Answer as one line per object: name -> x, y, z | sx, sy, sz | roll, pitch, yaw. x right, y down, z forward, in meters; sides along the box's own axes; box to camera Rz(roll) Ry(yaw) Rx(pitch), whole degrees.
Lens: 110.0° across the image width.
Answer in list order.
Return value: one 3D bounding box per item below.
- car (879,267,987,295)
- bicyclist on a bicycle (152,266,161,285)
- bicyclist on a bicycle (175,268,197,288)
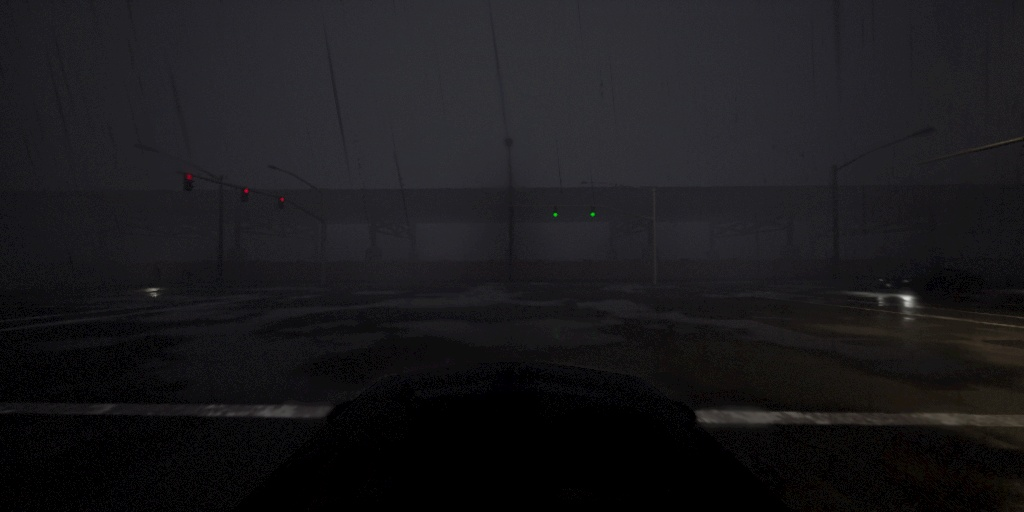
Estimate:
car -> 23.707, 1.363, 20.277 | 4.674, 1.442, 1.812 | -1, -1, 2
bicyclist on a bicycle -> -31.279, 1.697, 31.566 | 0.582, 1.620, 1.656 | 0, -1, -32
bicyclist on a bicycle -> -26.748, 1.793, 29.428 | 0.582, 1.620, 1.656 | 0, -1, 14
